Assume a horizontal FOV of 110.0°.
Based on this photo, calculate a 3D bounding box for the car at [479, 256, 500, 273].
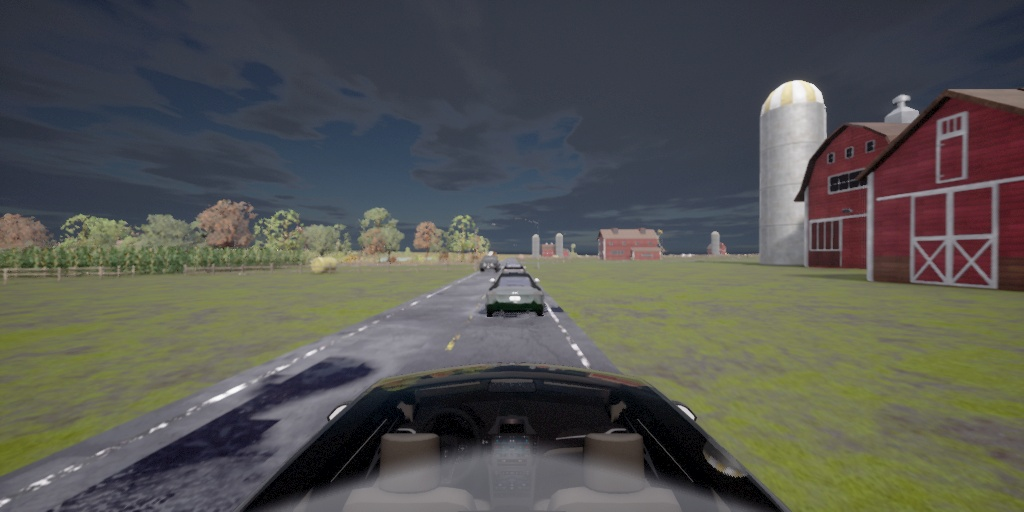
[{"bbox_3d":[-2.689,0.967,44.207,2.150,2.045,5.566,0,0,1],"label":"car"}]

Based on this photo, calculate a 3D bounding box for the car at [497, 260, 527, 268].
[{"bbox_3d":[0.130,1.242,28.824,2.128,1.511,4.902,0,0,0],"label":"car"}]

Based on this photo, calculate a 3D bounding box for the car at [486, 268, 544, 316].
[{"bbox_3d":[0.102,1.316,13.382,1.994,1.385,4.181,0,0,0],"label":"car"}]
